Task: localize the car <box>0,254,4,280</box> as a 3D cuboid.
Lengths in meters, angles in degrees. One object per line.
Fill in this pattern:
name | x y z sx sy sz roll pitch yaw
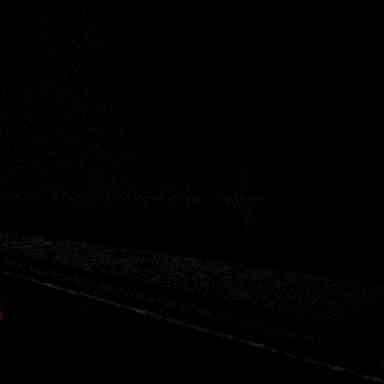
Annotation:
car | -6.466 1.553 8.172 4.181 1.385 1.994 0 0 35
